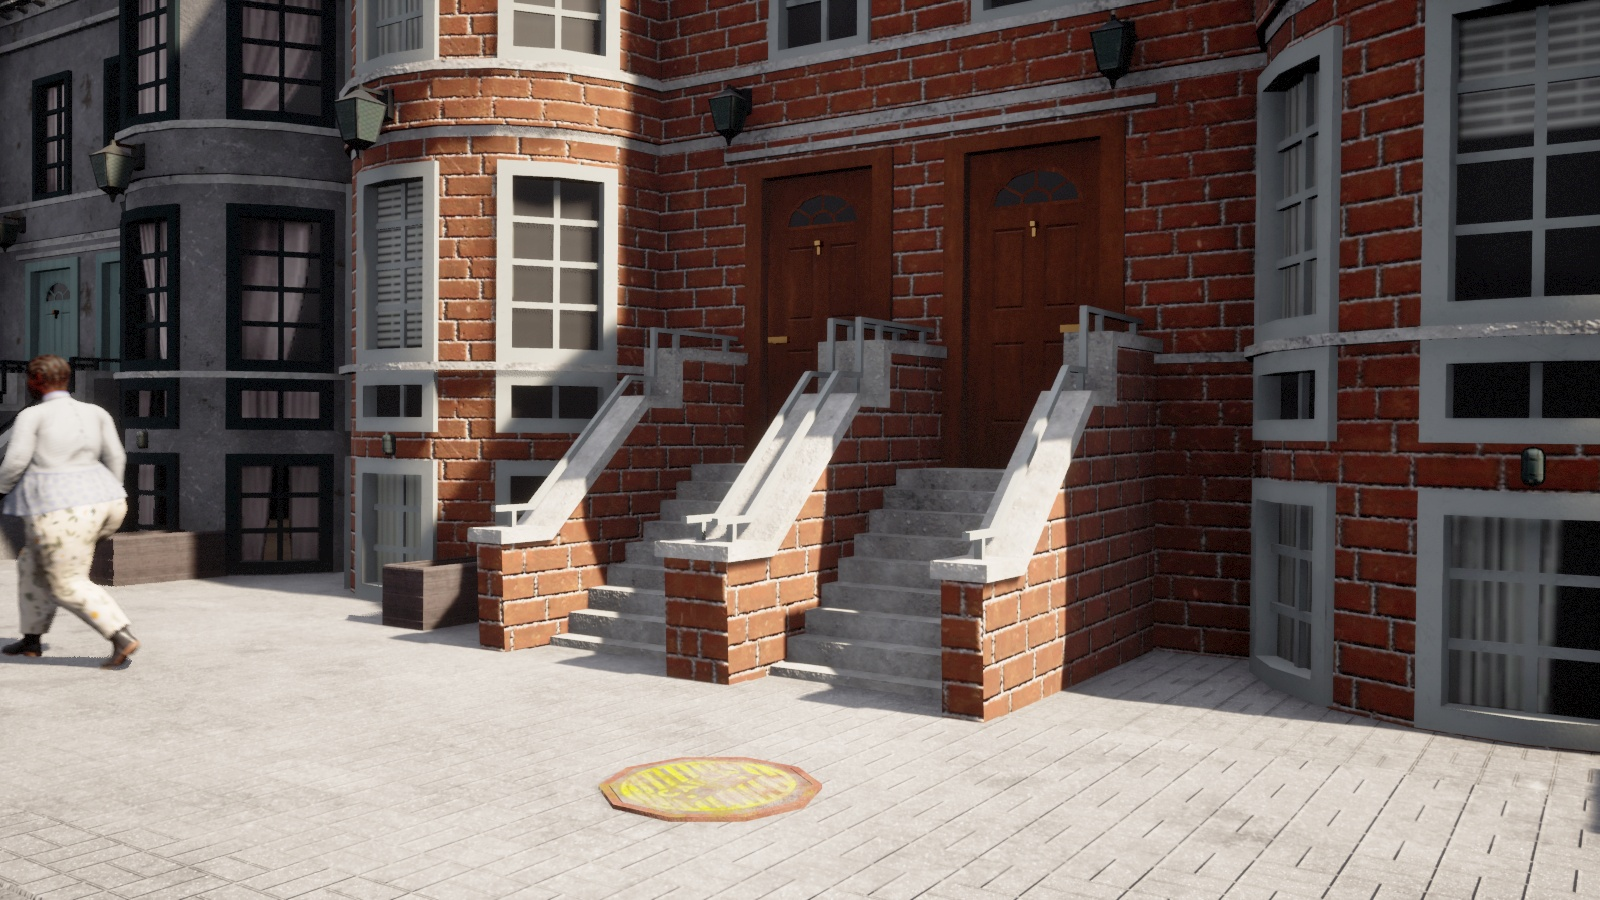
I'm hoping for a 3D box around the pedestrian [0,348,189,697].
[{"bbox_3d":[-4.198,0.381,7.173,0.900,1.855,0.874,0,1,10],"label":"pedestrian"}]
